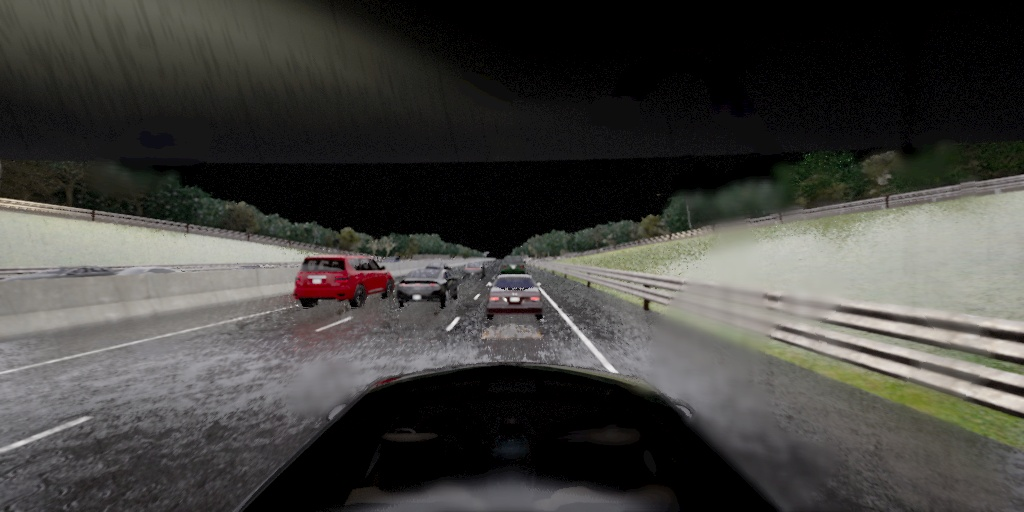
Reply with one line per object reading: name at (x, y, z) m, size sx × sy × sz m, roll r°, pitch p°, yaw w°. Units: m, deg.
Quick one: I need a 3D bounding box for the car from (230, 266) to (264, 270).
car at (-17.585, 1.363, 23.564) m, size 1.994 × 1.385 × 4.181 m, roll 0°, pitch 0°, yaw 0°

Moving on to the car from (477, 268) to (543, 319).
car at (0.092, 1.318, 12.939) m, size 2.033 × 1.411 × 5.357 m, roll 0°, pitch 0°, yaw 0°

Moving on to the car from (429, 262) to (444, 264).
car at (-6.882, 1.325, 33.465) m, size 2.128 × 1.511 × 4.902 m, roll 0°, pitch 0°, yaw 0°

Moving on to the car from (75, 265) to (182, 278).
car at (-21.088, 1.315, 20.506) m, size 1.812 × 1.442 × 4.674 m, roll 0°, pitch 0°, yaw 0°

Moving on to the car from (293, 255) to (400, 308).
car at (-6.893, 0.997, 15.355) m, size 2.150 × 2.045 × 5.566 m, roll 0°, pitch 0°, yaw 0°

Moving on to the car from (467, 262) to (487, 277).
car at (-3.383, 1.325, 33.453) m, size 2.128 × 1.511 × 4.902 m, roll 0°, pitch 0°, yaw 0°

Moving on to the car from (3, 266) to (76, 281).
car at (-24.588, 1.279, 19.975) m, size 2.128 × 1.511 × 4.902 m, roll 0°, pitch 0°, yaw 0°

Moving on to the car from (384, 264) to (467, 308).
car at (-3.393, 1.267, 15.230) m, size 2.128 × 1.511 × 4.902 m, roll 0°, pitch 0°, yaw 0°

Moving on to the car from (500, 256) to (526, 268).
car at (0.118, 1.053, 32.955) m, size 2.150 × 2.045 × 5.566 m, roll 0°, pitch 0°, yaw 0°
